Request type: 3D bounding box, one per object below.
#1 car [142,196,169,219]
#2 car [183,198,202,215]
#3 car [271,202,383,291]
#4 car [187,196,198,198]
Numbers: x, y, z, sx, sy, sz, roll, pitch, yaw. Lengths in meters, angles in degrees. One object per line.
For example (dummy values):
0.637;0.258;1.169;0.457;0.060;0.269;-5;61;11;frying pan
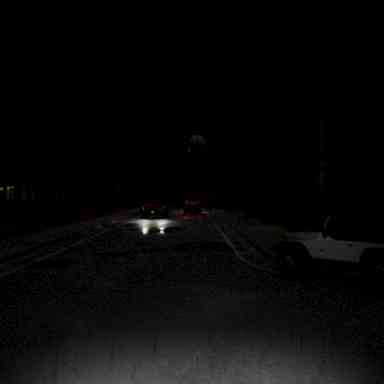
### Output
-3.519;1.461;32.618;2.150;2.045;5.566;0;0;0;car
0.062;1.783;37.661;1.882;1.535;5.008;0;0;0;car
4.187;1.271;8.886;1.905;1.878;3.866;-7;3;-42;car
0.079;1.603;48.075;2.150;2.045;5.566;0;0;0;car
